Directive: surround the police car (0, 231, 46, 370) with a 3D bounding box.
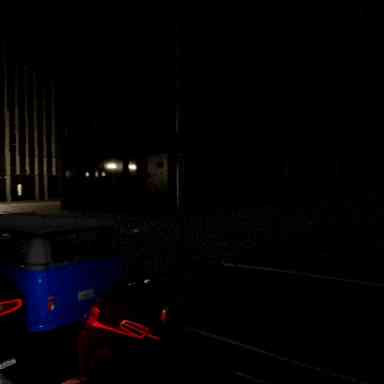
[{"bbox_3d":[-4.280,1.460,4.968,5.238,1.638,1.930,-1,1,43],"label":"police car"}]

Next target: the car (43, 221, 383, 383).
[{"bbox_3d":[1.089,1.261,2.572,5.009,1.841,2.192,-1,1,43],"label":"car"}]

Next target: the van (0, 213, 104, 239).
[{"bbox_3d":[-2.981,1.337,6.308,3.998,1.788,1.690,-1,1,43],"label":"van"}]
